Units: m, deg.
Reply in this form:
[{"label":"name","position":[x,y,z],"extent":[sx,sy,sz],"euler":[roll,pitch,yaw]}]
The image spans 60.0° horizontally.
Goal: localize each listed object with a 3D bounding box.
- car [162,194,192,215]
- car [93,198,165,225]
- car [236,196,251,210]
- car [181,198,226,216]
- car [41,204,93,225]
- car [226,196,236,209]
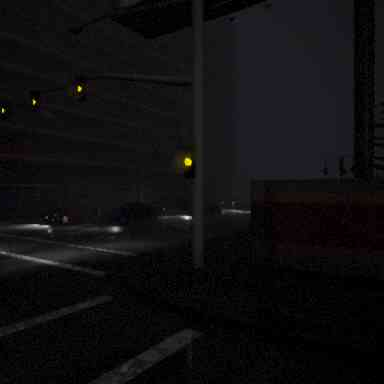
[{"label":"car","position":[-1.923,1.241,34.439],"extent":[2.150,2.045,5.566],"euler":[0,0,35]},{"label":"car","position":[-4.524,1.493,24.688],"extent":[1.882,1.535,5.008],"euler":[0,0,35]},{"label":"car","position":[7.893,1.371,42.243],"extent":[2.097,1.767,4.553],"euler":[0,0,36]},{"label":"car","position":[1.183,1.579,32.788],"extent":[1.994,1.385,4.181],"euler":[0,0,34]},{"label":"car","position":[-8.871,1.582,24.598],"extent":[1.994,1.385,4.181],"euler":[0,0,35]},{"label":"car","position":[5.891,1.371,45.470],"extent":[2.097,1.767,4.553],"euler":[0,0,36]}]
